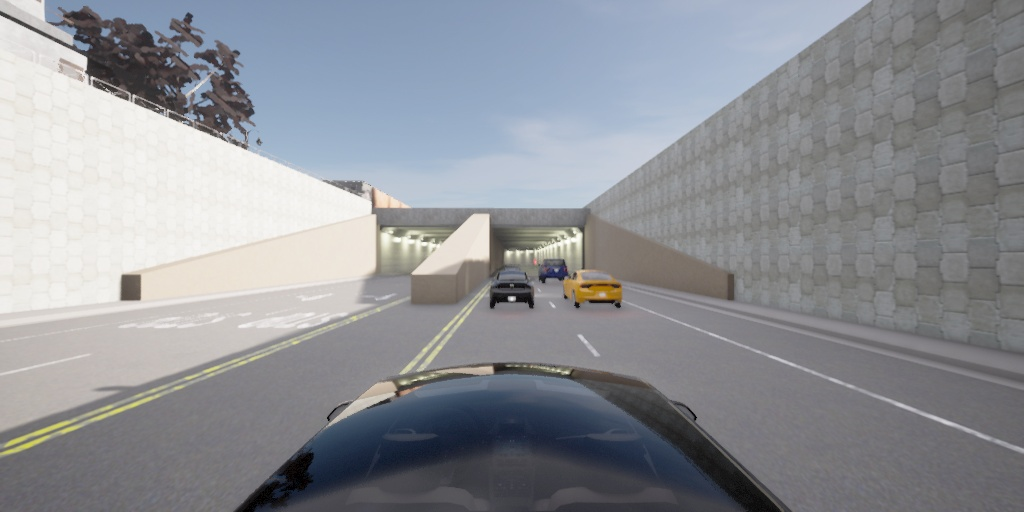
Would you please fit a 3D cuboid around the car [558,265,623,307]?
[{"bbox_3d":[3.507,1.365,16.331,1.882,1.535,5.008,0,0,0],"label":"car"}]

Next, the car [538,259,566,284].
[{"bbox_3d":[3.501,1.240,30.885,2.150,2.045,5.566,0,0,0],"label":"car"}]

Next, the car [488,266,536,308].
[{"bbox_3d":[0.005,1.393,16.162,1.837,1.490,4.892,0,0,0],"label":"car"}]
